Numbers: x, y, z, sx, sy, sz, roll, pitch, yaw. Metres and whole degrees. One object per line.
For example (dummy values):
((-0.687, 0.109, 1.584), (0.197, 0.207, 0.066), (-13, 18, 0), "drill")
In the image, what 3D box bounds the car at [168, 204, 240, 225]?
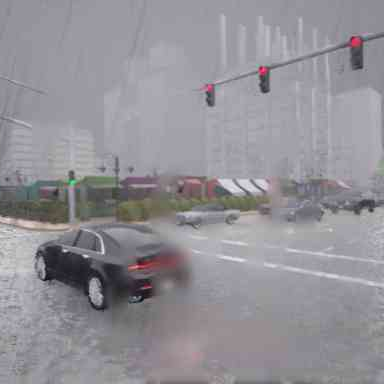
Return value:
((0.813, 1.434, 20.566), (4.718, 1.301, 1.895), (-1, 1, -43), "car")

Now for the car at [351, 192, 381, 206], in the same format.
((21.336, 0.837, 40.769), (4.892, 1.490, 1.837), (-1, 1, -44), "car")

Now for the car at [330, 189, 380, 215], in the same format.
((13.771, 0.774, 28.391), (5.566, 2.045, 2.150), (-1, 1, -45), "car")

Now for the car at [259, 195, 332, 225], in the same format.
((6.804, 1.214, 21.486), (4.902, 1.511, 2.128), (-1, 1, -45), "car")

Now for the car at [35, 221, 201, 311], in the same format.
((-2.103, 1.480, 7.843), (1.837, 1.490, 4.892), (-1, 1, -43), "car")

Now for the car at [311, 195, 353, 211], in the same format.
((14.314, 1.051, 33.852), (5.357, 1.411, 2.033), (-1, 1, -45), "car")

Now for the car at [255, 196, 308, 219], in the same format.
((7.331, 1.152, 26.936), (5.008, 1.535, 1.882), (-1, 1, -45), "car")

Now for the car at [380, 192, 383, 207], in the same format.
((21.033, 0.727, 35.562), (4.553, 1.767, 2.097), (-1, 1, -44), "car")
